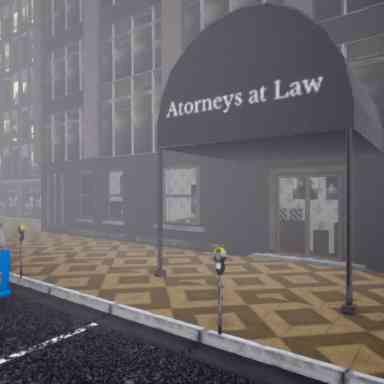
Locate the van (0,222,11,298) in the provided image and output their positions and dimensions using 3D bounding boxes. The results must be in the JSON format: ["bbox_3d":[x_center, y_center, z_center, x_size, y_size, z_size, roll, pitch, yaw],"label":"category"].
[{"bbox_3d":[-5.308,1.341,6.687,3.998,1.788,1.690,0,0,36],"label":"van"}]
